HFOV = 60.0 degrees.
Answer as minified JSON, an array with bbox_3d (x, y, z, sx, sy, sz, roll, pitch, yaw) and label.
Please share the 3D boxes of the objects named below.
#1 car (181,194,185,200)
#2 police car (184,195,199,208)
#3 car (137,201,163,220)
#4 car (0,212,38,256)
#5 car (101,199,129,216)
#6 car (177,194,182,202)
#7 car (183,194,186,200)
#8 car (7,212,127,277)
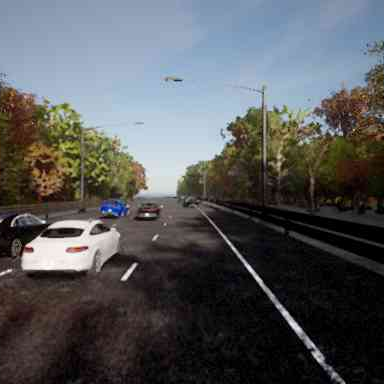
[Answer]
[{"bbox_3d":[-0.562,1.573,69.882,2.150,2.045,5.566,0,0,-3],"label":"car"},{"bbox_3d":[0.089,1.663,53.870,1.930,1.638,5.238,0,0,-2],"label":"police car"},{"bbox_3d":[-3.705,1.614,29.614,1.837,1.490,4.892,0,0,-1],"label":"car"},{"bbox_3d":[-6.969,1.533,12.873,2.128,1.511,4.902,0,0,0],"label":"car"},{"bbox_3d":[-7.085,1.459,31.185,1.882,1.535,5.008,11,-1,-1],"label":"car"},{"bbox_3d":[-2.559,1.568,88.544,2.150,2.045,5.566,0,0,-3],"label":"car"},{"bbox_3d":[-0.303,1.761,64.007,1.801,1.575,5.366,0,0,-2],"label":"car"},{"bbox_3d":[-3.447,1.557,10.245,1.812,1.442,4.674,0,0,0],"label":"car"}]
